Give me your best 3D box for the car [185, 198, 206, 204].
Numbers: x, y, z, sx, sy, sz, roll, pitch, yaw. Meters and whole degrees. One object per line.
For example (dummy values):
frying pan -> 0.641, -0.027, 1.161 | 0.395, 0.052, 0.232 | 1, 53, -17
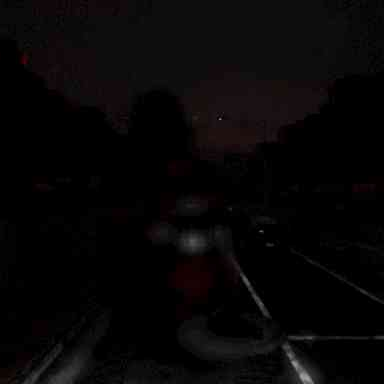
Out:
car -> 0.040, 1.511, 30.106 | 1.812, 1.442, 4.674 | 0, 0, 0

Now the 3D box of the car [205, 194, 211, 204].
car -> 2.942, 1.329, 39.628 | 2.097, 1.767, 4.553 | 0, 0, 0

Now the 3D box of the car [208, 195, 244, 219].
car -> 2.622, 1.305, 24.513 | 2.192, 1.841, 5.009 | 1, 0, 0

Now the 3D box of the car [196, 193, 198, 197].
car -> 2.554, 1.502, 79.922 | 1.947, 1.339, 4.313 | 1, 0, 0

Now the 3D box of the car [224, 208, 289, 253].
car -> 2.632, 1.550, 13.431 | 2.008, 1.369, 4.403 | 1, 0, 0

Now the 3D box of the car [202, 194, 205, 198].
car -> 2.934, 1.322, 46.628 | 2.097, 1.767, 4.553 | 0, 0, 0

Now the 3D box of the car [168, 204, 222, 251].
car -> 0.053, 1.505, 14.177 | 1.837, 1.490, 4.892 | 0, 1, 0

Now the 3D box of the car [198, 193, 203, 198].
car -> 2.583, 1.273, 57.759 | 2.192, 1.841, 5.009 | 1, 0, 0
